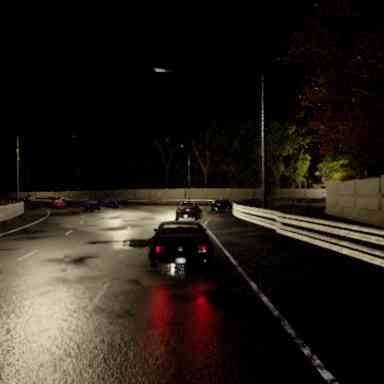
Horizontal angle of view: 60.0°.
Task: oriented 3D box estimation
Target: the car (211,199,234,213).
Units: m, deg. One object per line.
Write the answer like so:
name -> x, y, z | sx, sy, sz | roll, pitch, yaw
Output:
car -> 3.842, 1.677, 40.349 | 1.837, 1.490, 4.892 | -1, 0, 26

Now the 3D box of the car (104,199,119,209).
car -> -12.653, 1.809, 51.036 | 1.812, 1.442, 4.674 | 0, 0, -26

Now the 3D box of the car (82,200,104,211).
car -> -13.786, 1.810, 45.396 | 2.033, 1.411, 5.357 | 0, 0, -25

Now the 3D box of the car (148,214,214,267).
car -> -0.398, 1.657, 11.617 | 1.895, 1.301, 4.718 | 0, 0, -2

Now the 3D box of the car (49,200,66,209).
car -> -20.926, 1.882, 51.663 | 1.994, 1.385, 4.181 | 0, 0, -29

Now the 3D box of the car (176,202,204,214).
car -> -0.166, 1.635, 28.216 | 1.837, 1.490, 4.892 | -1, -1, 8
